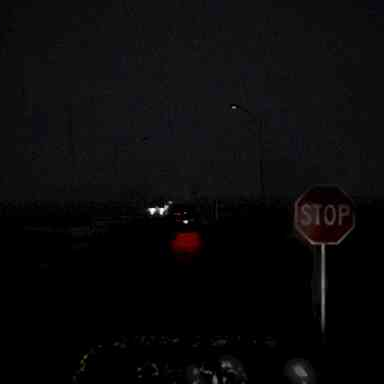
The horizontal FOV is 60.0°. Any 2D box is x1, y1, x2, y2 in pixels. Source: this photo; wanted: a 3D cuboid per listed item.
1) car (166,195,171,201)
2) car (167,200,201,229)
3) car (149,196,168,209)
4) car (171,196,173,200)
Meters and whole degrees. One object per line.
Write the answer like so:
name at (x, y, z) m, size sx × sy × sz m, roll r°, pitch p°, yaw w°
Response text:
car at (-5.118, 1.432, 57.326) m, size 1.837 × 1.490 × 4.892 m, roll 0°, pitch 0°, yaw -1°
car at (-0.456, 1.459, 21.312) m, size 1.837 × 1.490 × 4.892 m, roll -1°, pitch -1°, yaw -2°
car at (-4.615, 1.498, 44.335) m, size 1.994 × 1.385 × 4.181 m, roll 0°, pitch 0°, yaw -3°
car at (-5.214, 1.404, 73.236) m, size 2.033 × 1.411 × 5.357 m, roll 0°, pitch 0°, yaw 0°
